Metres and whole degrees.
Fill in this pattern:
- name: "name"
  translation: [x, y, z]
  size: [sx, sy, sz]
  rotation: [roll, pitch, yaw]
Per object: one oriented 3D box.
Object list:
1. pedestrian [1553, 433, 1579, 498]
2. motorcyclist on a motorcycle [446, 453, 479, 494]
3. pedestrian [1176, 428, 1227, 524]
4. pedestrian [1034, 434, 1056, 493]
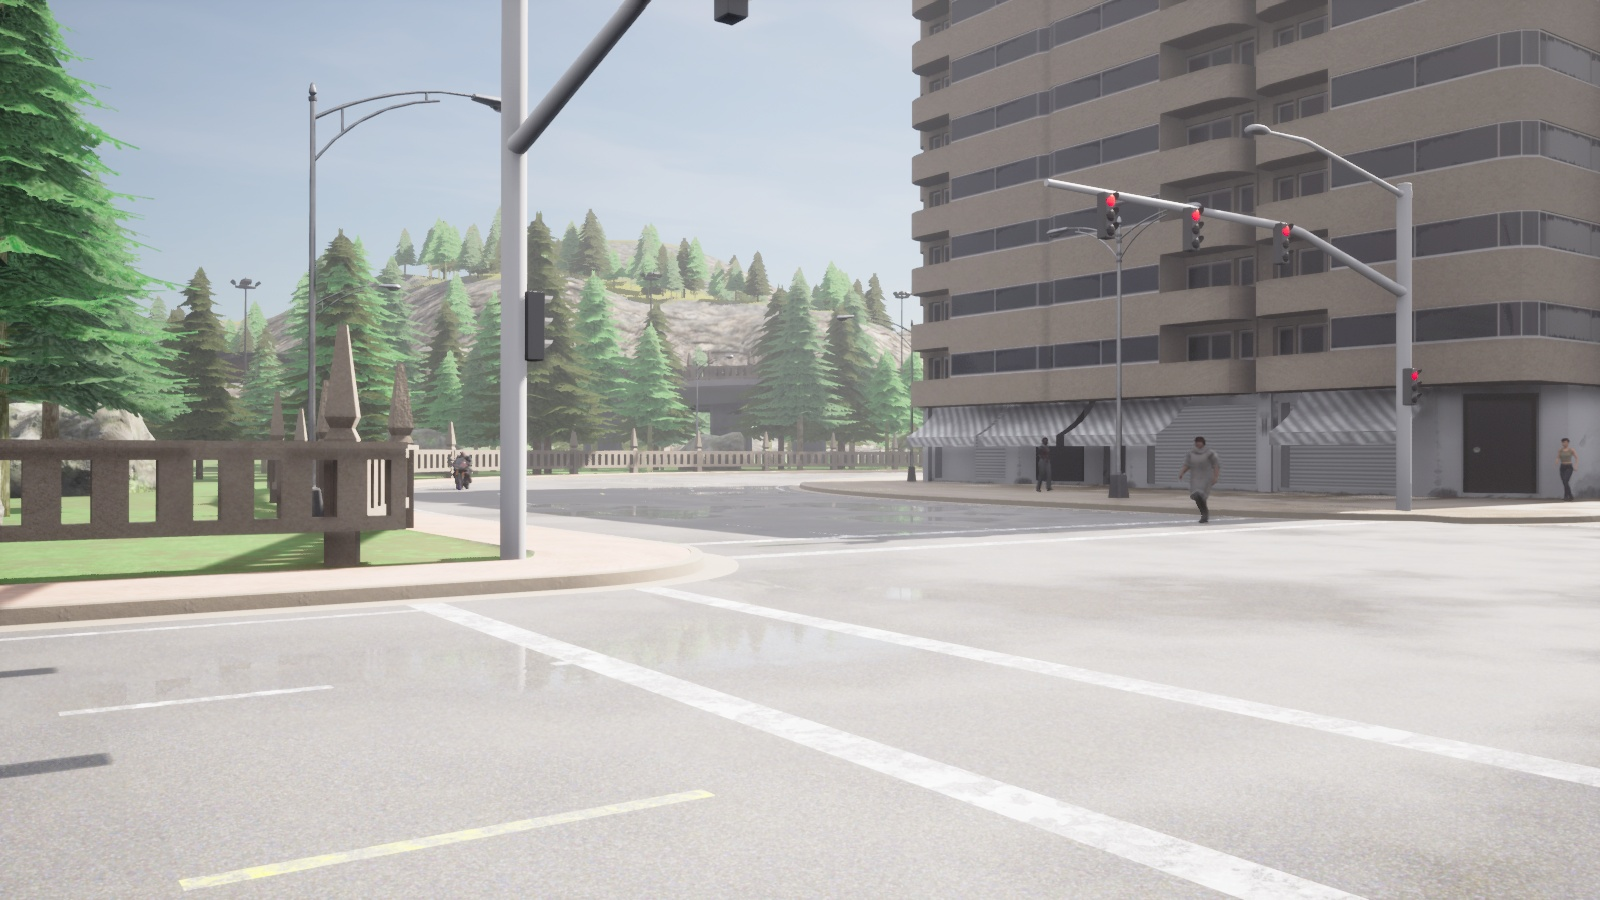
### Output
- name: "pedestrian"
  translation: [21.814, 0.448, 35.752]
  size: [0.594, 1.836, 0.345]
  rotation: [0, 0, -25]
- name: "motorcyclist on a motorcycle"
  translation: [-12.907, 0.871, 48.031]
  size: [0.866, 1.530, 2.191]
  rotation: [0, 0, -5]
- name: "pedestrian"
  translation: [8.311, 0.531, 26.009]
  size: [0.873, 1.952, 0.659]
  rotation: [0, 0, -44]
- name: "pedestrian"
  translation: [8.184, 0.444, 41.948]
  size: [0.402, 1.930, 0.666]
  rotation: [0, 0, -31]
